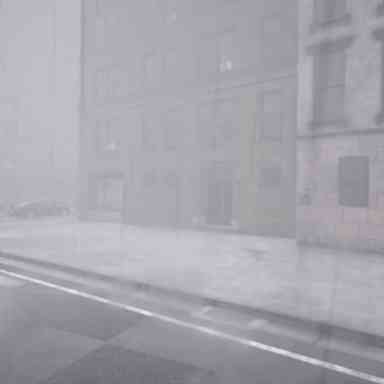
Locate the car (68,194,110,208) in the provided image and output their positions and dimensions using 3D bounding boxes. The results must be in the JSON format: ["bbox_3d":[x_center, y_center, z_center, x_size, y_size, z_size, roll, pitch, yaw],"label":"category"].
[{"bbox_3d":[-12.150,1.046,39.508,1.887,1.381,4.507,2,2,35],"label":"car"}]

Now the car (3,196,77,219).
[{"bbox_3d":[-11.588,1.293,25.596,1.887,1.381,4.507,2,2,35],"label":"car"}]

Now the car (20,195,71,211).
[{"bbox_3d":[-15.342,1.125,35.023,1.887,1.381,4.507,2,2,35],"label":"car"}]

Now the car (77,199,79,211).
[{"bbox_3d":[-8.396,1.220,30.081,2.008,1.369,4.403,2,2,35],"label":"car"}]

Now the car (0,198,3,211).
[{"bbox_3d":[-18.534,1.203,30.538,1.887,1.381,4.507,2,2,35],"label":"car"}]
